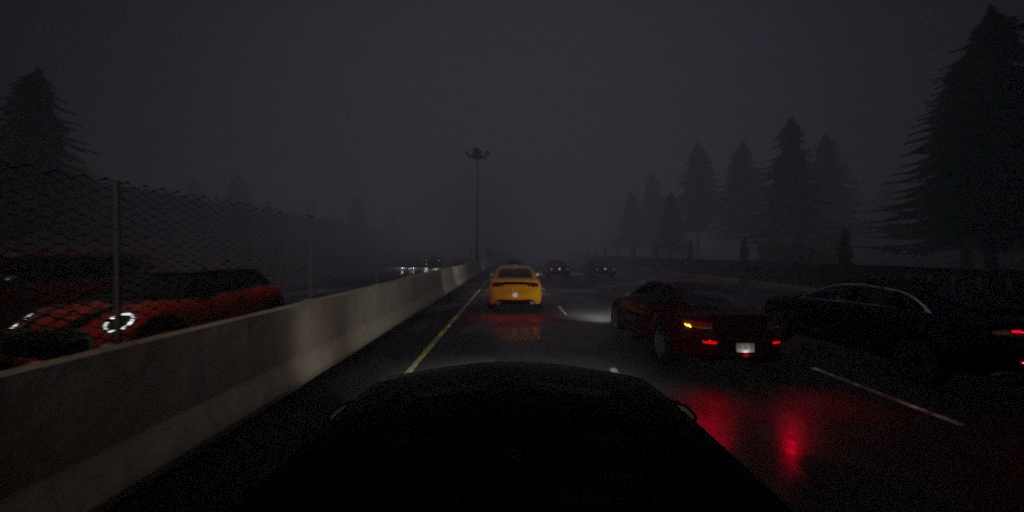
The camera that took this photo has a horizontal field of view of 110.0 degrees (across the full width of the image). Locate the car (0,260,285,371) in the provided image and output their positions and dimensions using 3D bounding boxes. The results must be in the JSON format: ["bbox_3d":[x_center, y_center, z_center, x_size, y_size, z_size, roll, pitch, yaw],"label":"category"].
[{"bbox_3d":[-7.097,1.043,7.626,2.097,1.767,4.553,0,1,0],"label":"car"}]

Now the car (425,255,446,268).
[{"bbox_3d":[-10.539,0.636,49.525,2.097,1.767,4.553,0,1,0],"label":"car"}]

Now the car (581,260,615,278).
[{"bbox_3d":[7.115,1.026,29.842,2.033,1.411,5.357,0,1,0],"label":"car"}]

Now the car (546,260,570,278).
[{"bbox_3d":[3.615,1.026,29.743,2.033,1.411,5.357,0,1,0],"label":"car"}]

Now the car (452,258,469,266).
[{"bbox_3d":[-7.044,0.889,49.127,1.895,1.301,4.718,0,1,0],"label":"car"}]

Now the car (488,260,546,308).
[{"bbox_3d":[0.107,1.104,14.394,1.882,1.535,5.008,0,1,0],"label":"car"}]

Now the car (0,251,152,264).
[{"bbox_3d":[-10.597,0.913,7.578,2.150,2.045,5.566,0,1,0],"label":"car"}]

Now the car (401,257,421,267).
[{"bbox_3d":[-14.033,0.802,50.295,1.812,1.442,4.674,0,1,0],"label":"car"}]

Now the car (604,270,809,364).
[{"bbox_3d":[3.594,1.217,7.815,1.812,1.442,4.674,0,1,0],"label":"car"}]

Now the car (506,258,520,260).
[{"bbox_3d":[0.118,0.932,35.112,1.837,1.490,4.892,0,1,0],"label":"car"}]

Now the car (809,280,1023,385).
[{"bbox_3d":[7.101,1.193,6.907,2.128,1.511,4.902,0,1,0],"label":"car"}]
